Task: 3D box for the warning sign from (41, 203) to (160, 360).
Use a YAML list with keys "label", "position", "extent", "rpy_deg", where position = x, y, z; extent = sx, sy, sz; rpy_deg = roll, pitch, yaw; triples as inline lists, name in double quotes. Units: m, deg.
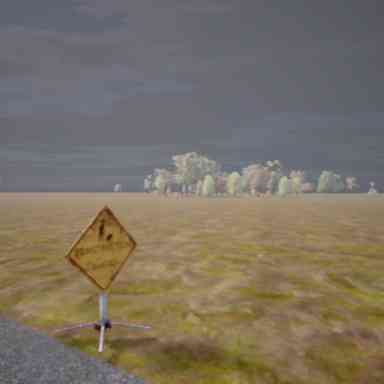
- label: "warning sign"
  position: [-1.304, 1.117, 4.878]
  extent: [1.060, 1.860, 1.300]
  rpy_deg: [0, 0, 36]
